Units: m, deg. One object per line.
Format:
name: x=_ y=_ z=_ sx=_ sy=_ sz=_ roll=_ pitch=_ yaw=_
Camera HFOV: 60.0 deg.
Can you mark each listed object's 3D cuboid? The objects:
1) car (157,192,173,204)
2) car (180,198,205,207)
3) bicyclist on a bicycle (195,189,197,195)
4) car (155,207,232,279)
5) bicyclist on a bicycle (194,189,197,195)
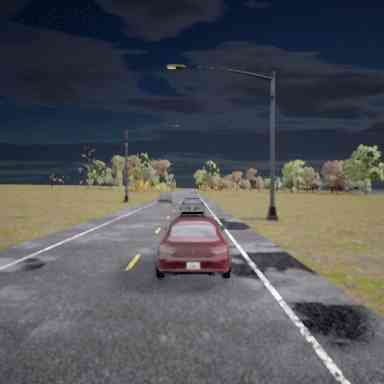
car: x=-3.606 y=0.811 z=45.236 sx=1.837 sy=1.490 sz=4.892 roll=0 pitch=1 yaw=0
car: x=0.056 y=1.151 z=25.902 sx=2.033 sy=1.411 sz=5.357 roll=0 pitch=1 yaw=0
bicyclist on a bicycle: x=0.932 y=0.223 z=78.830 sx=0.866 sy=1.612 sz=1.509 roll=0 pitch=1 yaw=0
car: x=0.053 y=1.381 z=9.426 sx=1.812 sy=1.442 sz=4.674 roll=0 pitch=1 yaw=1
bicyclist on a bicycle: x=0.934 y=0.096 z=87.830 sx=0.582 sy=1.620 sz=1.656 roll=0 pitch=1 yaw=0
